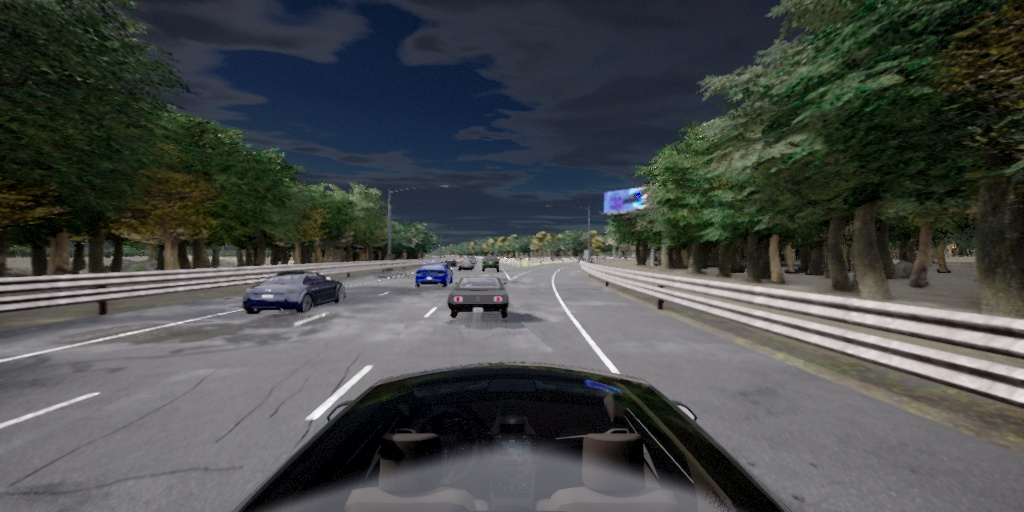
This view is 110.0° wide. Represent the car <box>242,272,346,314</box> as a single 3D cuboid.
[{"bbox_3d":[-8.070,1.283,13.703,1.994,1.385,4.181,0,0,-3],"label":"car"}]

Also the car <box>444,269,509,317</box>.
[{"bbox_3d":[-1.130,1.340,13.095,1.895,1.301,4.718,0,0,-3],"label":"car"}]

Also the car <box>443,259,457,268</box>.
[{"bbox_3d":[-10.683,1.211,62.318,1.882,1.535,5.008,0,0,-4],"label":"car"}]

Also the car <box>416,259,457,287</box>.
[{"bbox_3d":[-5.056,1.194,23.862,1.882,1.535,5.008,0,0,-3],"label":"car"}]

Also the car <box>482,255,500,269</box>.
[{"bbox_3d":[-2.787,0.941,47.098,2.150,2.045,5.566,0,0,-3],"label":"car"}]

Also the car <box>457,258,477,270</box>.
[{"bbox_3d":[-6.397,1.278,50.668,1.994,1.385,4.181,0,0,-4],"label":"car"}]
